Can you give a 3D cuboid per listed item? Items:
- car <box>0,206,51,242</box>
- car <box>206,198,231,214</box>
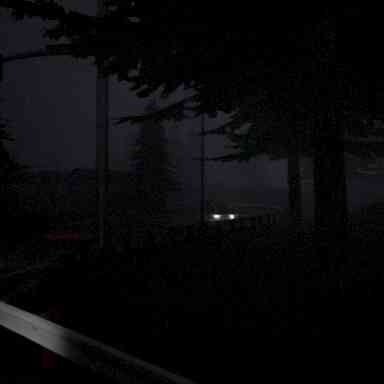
[{"bbox_3d":[-8.475,1.389,13.813,1.882,1.535,5.008,0,0,36],"label":"car"},{"bbox_3d":[2.685,1.376,34.321,1.882,1.535,5.008,1,0,-7],"label":"car"}]
